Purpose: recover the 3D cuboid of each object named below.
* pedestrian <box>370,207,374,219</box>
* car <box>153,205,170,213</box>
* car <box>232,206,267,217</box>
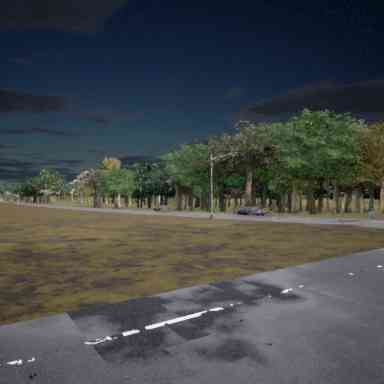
[{"bbox_3d":[19.255,2.203,35.535,0.375,1.300,0.375,-2,1,-33],"label":"pedestrian"},{"bbox_3d":[-6.285,3.400,67.414,2.128,1.511,4.902,1,-2,-33],"label":"car"},{"bbox_3d":[7.888,2.649,45.773,2.033,1.411,5.357,1,-2,-33],"label":"car"}]
